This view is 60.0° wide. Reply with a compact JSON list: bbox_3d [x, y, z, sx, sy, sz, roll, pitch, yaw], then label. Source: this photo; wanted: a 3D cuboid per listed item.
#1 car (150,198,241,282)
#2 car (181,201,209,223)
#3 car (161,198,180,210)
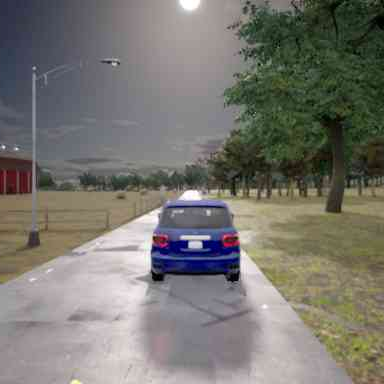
[{"bbox_3d":[0.110,1.207,9.824,2.150,2.045,5.566,0,0,1],"label":"car"},{"bbox_3d":[0.227,1.499,26.743,2.033,1.411,5.357,0,0,1],"label":"car"},{"bbox_3d":[-2.590,1.478,41.306,1.994,1.385,4.181,0,0,0],"label":"car"}]
